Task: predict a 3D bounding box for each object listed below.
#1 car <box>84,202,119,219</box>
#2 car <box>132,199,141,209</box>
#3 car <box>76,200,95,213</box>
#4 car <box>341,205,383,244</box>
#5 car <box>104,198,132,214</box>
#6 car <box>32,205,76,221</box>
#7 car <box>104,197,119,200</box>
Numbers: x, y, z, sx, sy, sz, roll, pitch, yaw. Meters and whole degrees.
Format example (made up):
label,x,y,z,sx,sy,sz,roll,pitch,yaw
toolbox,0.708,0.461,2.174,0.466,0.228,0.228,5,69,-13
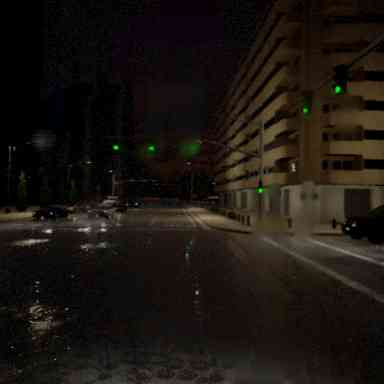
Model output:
label,x,y,z,sx,sy,sz,roll,pitch,yaw
car,-8.977,1.941,33.247,1.895,1.301,4.718,1,-1,-3
car,-10.252,2.024,58.207,2.097,1.767,4.553,1,-1,-3
car,-12.852,1.738,40.279,2.097,1.767,4.553,1,-1,-3
car,11.228,1.694,18.272,5.566,2.045,2.150,1,-1,-3
car,-9.485,1.957,42.838,2.128,1.511,4.902,1,-1,-3
car,-12.292,1.842,29.523,1.895,1.301,4.718,1,-1,0
car,-13.692,1.829,56.927,2.150,2.045,5.566,1,-1,-3
